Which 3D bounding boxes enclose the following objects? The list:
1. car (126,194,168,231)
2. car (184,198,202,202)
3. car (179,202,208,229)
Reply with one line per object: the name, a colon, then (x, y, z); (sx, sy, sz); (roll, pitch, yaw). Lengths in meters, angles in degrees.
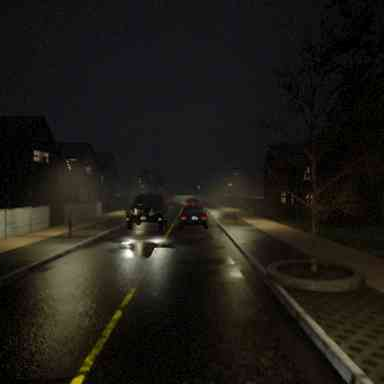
car: (-2.742, 1.122, 21.453); (2.150, 2.045, 5.566); (0, 0, 0)
car: (0.115, 1.527, 41.533); (2.097, 1.767, 4.553); (0, 0, 0)
car: (0.109, 1.643, 22.544); (2.033, 1.411, 5.357); (0, 0, 0)
